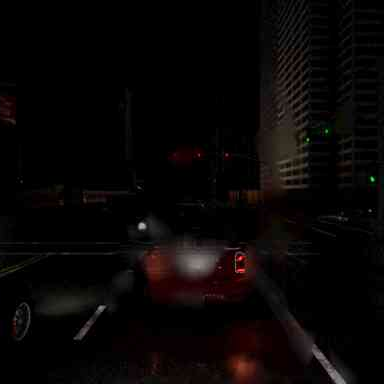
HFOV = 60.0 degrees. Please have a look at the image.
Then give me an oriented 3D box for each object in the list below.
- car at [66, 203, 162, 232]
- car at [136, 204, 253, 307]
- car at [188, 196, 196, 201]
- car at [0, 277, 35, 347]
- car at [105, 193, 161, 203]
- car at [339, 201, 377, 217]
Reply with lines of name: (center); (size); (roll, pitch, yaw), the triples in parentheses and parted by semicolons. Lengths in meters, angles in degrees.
car: (-4.434, 1.548, 19.380); (5.357, 1.411, 2.033); (0, 0, 0)
car: (0.105, 1.352, 8.125); (2.097, 1.767, 4.553); (0, 0, 0)
car: (0.057, 1.595, 83.474); (1.895, 1.301, 4.718); (0, 0, 0)
car: (-3.396, 1.526, 3.350); (1.812, 1.442, 4.674); (0, 0, 0)
car: (-3.342, 1.221, 22.887); (5.566, 2.045, 2.150); (0, 0, 0)
car: (16.291, 1.547, 30.177); (5.357, 1.411, 2.033); (0, 0, 0)
